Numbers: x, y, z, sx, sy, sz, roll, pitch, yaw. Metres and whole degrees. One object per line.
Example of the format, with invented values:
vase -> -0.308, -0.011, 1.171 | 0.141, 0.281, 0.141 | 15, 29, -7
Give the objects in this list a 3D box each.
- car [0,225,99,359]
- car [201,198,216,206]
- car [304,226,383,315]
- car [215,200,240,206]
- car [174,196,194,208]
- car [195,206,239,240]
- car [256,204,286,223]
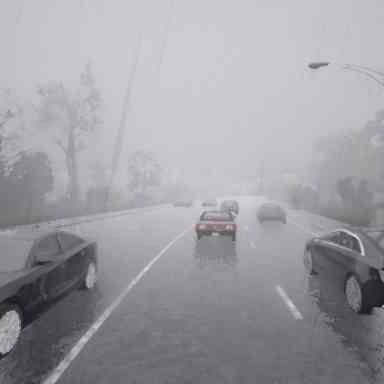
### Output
car -> -3.313, 1.465, 6.169 | 1.882, 1.535, 5.008 | 0, 0, 3
car -> 2.629, 1.547, 48.330 | 2.033, 1.411, 5.357 | 0, 0, 11
car -> 3.975, 1.505, 7.496 | 2.128, 1.511, 4.902 | 0, 0, 3
car -> 3.957, 1.557, 34.784 | 2.033, 1.411, 5.357 | 0, 0, 10
car -> -1.139, 1.334, 47.173 | 2.097, 1.767, 4.553 | 0, 0, 10
car -> 1.315, 1.603, 17.077 | 1.895, 1.301, 4.718 | 0, 0, 7
car -> 6.027, 1.585, 25.610 | 1.994, 1.385, 4.181 | 0, 0, 8
